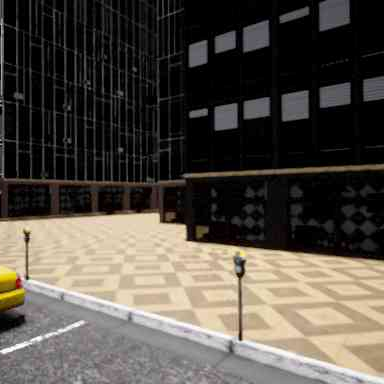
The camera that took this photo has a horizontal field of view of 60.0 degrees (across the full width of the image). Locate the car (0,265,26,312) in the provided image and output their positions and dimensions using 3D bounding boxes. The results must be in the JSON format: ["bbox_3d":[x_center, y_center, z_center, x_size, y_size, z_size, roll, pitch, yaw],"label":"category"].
[{"bbox_3d":[-5.167,1.543,6.543,4.829,1.417,1.752,0,0,35],"label":"car"}]
